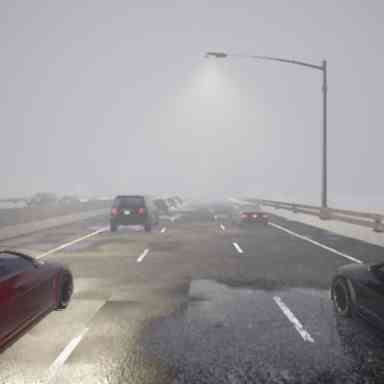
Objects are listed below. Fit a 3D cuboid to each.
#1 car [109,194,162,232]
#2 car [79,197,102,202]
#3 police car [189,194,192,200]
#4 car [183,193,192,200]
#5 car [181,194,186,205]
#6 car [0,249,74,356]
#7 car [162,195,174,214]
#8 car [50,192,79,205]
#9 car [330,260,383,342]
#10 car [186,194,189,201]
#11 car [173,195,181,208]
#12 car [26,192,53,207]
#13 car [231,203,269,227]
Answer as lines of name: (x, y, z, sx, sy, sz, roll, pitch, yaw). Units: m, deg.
car: (-3.266, 1.147, 19.566, 2.150, 2.045, 5.566, 0, 0, 1)
car: (-13.431, 1.417, 45.808, 1.994, 1.385, 4.181, 0, 0, 2)
police car: (-1.719, 1.315, 77.134, 2.038, 1.542, 4.974, 0, 0, 3)
car: (-1.186, 1.231, 88.090, 2.033, 1.649, 4.856, 0, 0, 3)
car: (-2.576, 1.270, 55.215, 2.033, 1.649, 4.856, 0, 0, 2)
car: (-3.380, 1.540, 5.088, 1.994, 1.385, 4.181, 0, 0, 0)
car: (-3.155, 1.394, 33.287, 1.837, 1.490, 4.892, 0, 0, 1)
car: (-16.942, 1.203, 45.444, 2.097, 1.767, 4.553, 0, 0, 2)
car: (3.618, 1.545, 4.666, 1.994, 1.385, 4.181, 0, 0, 0)
car: (-2.181, 1.423, 66.206, 1.895, 1.301, 4.718, 0, 0, 2)
car: (-2.901, 1.388, 44.252, 1.812, 1.442, 4.674, 0, 0, 2)
car: (-20.440, 1.070, 45.691, 2.150, 2.045, 5.566, 0, 0, 2)
car: (3.767, 1.470, 22.289, 2.033, 1.411, 5.357, 0, 0, 1)
